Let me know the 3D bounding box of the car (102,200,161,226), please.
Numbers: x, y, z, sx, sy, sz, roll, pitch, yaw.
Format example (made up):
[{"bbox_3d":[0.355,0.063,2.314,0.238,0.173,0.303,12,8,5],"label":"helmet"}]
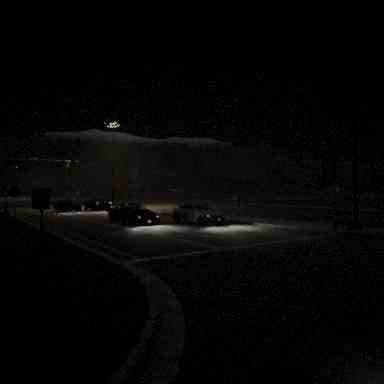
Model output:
[{"bbox_3d":[-4.249,1.504,23.552,2.033,1.411,5.357,0,0,-35],"label":"car"}]

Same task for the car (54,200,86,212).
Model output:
[{"bbox_3d":[-14.255,1.571,37.956,2.033,1.411,5.357,0,0,-35],"label":"car"}]

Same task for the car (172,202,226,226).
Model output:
[{"bbox_3d":[0.367,1.468,23.101,1.812,1.442,4.674,0,1,-36],"label":"car"}]

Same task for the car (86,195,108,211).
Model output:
[{"bbox_3d":[-11.135,1.291,39.593,2.097,1.767,4.553,0,0,-35],"label":"car"}]
